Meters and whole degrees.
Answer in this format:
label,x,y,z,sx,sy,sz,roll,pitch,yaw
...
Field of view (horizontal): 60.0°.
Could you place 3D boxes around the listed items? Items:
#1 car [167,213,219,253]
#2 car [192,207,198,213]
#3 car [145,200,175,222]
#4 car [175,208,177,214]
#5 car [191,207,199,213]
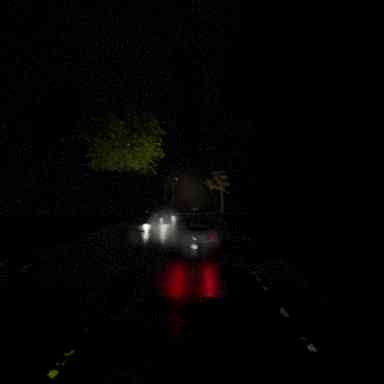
label,x,y,z,sx,sy,sz,roll,pitch,yaw
car,0.116,1.835,14.786,1.895,1.301,4.718,1,-1,1
car,0.842,5.143,94.501,1.882,1.535,5.008,1,-3,1
car,-3.214,1.808,32.677,2.150,2.045,5.566,1,-1,1
car,-3.099,2.543,45.508,1.812,1.442,4.674,1,-2,1
car,0.751,4.685,84.476,1.994,1.385,4.181,1,-3,1
